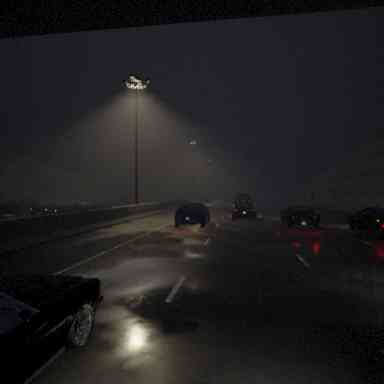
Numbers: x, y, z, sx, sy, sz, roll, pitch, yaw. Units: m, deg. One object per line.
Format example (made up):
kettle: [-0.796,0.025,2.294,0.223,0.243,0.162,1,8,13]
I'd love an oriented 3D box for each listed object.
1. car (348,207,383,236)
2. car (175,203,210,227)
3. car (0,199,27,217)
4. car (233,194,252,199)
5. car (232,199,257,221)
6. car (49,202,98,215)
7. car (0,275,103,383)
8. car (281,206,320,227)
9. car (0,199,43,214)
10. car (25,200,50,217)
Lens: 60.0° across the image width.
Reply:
car: [10.055,1.523,18.077,1.812,1.442,4.674,0,0,8]
car: [0.102,1.474,22.642,1.882,1.535,5.008,0,0,8]
car: [-16.804,1.520,29.356,1.812,1.442,4.674,0,0,8]
car: [6.448,1.215,42.260,2.150,2.045,5.566,0,0,8]
car: [4.335,1.559,27.564,1.994,1.385,4.181,0,0,9]
car: [-9.860,1.596,28.566,1.895,1.301,4.718,0,0,8]
car: [-2.652,1.600,3.401,1.895,1.301,4.718,0,0,8]
car: [7.142,1.598,22.429,1.895,1.301,4.718,0,0,8]
car: [-19.209,1.540,37.318,2.033,1.411,5.357,0,0,8]
car: [-13.038,1.595,31.057,1.895,1.301,4.718,0,0,8]
